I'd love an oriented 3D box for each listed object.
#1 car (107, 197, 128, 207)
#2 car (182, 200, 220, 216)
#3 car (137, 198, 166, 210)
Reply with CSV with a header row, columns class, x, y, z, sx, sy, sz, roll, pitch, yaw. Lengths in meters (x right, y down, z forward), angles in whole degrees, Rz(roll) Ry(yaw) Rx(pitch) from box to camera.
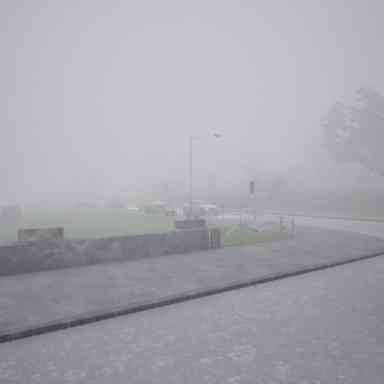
class,x,y,z,sx,sy,sz,roll,pitch,yaw
car,-11.223,1.491,49.914,2.128,1.511,4.902,0,0,-35
car,0.767,1.526,33.063,1.812,1.442,4.674,0,0,-36
car,-5.034,1.478,41.182,1.882,1.535,5.008,0,0,-35
